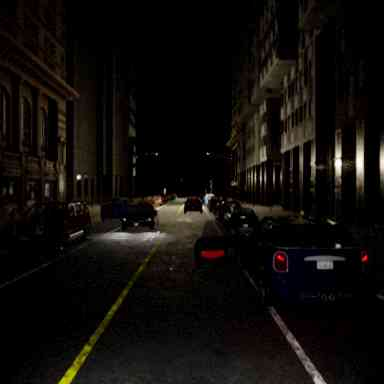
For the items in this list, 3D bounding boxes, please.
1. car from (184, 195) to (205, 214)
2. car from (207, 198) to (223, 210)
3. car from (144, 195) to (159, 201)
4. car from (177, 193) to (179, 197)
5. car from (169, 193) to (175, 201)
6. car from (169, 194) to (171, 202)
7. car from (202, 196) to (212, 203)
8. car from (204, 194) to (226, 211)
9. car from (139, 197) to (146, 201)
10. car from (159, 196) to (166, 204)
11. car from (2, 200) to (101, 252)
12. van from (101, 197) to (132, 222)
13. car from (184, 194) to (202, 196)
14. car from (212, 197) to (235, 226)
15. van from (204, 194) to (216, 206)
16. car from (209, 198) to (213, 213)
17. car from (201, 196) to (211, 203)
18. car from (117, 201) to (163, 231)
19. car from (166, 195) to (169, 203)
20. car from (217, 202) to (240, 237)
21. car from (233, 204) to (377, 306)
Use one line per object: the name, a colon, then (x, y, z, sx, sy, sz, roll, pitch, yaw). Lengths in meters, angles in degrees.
car: (0.136, 1.422, 35.063, 1.882, 1.535, 5.008, 0, 0, 0)
car: (2.849, 1.518, 41.917, 1.802, 1.307, 4.206, 0, 0, 0)
car: (-5.675, 1.376, 41.920, 1.967, 1.590, 4.097, 0, 0, 0)
car: (-5.571, 1.198, 92.335, 2.192, 1.841, 5.009, 0, 0, 0)
car: (-5.606, 1.449, 75.530, 2.008, 1.369, 4.403, 0, 0, 0)
car: (-5.630, 1.476, 64.327, 1.947, 1.339, 4.313, 0, 0, 0)
car: (2.895, 1.492, 64.326, 1.802, 1.307, 4.206, 0, 0, 0)
car: (2.839, 1.258, 36.315, 2.192, 1.841, 5.009, 0, 0, 0)
car: (-5.699, 1.476, 30.546, 1.752, 1.417, 4.829, 0, 0, 0)
car: (-5.652, 1.363, 53.123, 1.967, 1.590, 4.097, 0, 0, 0)
car: (-5.732, 1.290, 13.911, 2.192, 1.841, 5.009, 0, 0, 0)
van: (-5.709, 1.299, 25.114, 1.690, 1.788, 3.998, 0, 0, 0)
car: (0.108, 1.408, 46.531, 1.882, 1.535, 5.008, 0, 0, 0)
car: (2.815, 1.398, 25.111, 1.967, 1.590, 4.097, 0, 0, 0)
van: (2.873, 1.264, 53.121, 1.690, 1.788, 3.998, 0, 0, 0)
car: (2.827, 1.532, 30.713, 1.802, 1.307, 4.206, 0, 0, 0)
car: (2.907, 1.486, 69.927, 1.802, 1.307, 4.206, 0, 0, 0)
car: (-3.046, 1.490, 20.486, 1.812, 1.442, 4.674, 0, 0, 0)
car: (-5.641, 1.498, 58.725, 1.802, 1.307, 4.206, 0, 0, 0)
car: (2.804, 1.517, 19.509, 2.008, 1.369, 4.403, 0, 0, 0)
car: (2.404, 1.337, 8.126, 2.097, 1.767, 4.553, 0, 0, 0)
